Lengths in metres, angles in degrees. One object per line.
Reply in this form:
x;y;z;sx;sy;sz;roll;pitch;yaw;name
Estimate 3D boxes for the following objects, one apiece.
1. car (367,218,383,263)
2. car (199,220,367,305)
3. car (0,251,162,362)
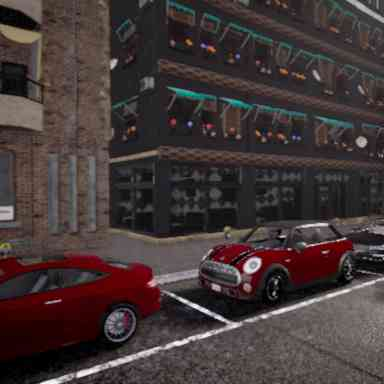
6.684;1.568;11.290;4.403;1.369;2.008;0;-1;-35;car
2.121;1.450;8.041;4.097;1.590;1.967;0;-1;-35;car
-2.440;1.583;4.789;4.206;1.307;1.802;0;-1;-35;car
